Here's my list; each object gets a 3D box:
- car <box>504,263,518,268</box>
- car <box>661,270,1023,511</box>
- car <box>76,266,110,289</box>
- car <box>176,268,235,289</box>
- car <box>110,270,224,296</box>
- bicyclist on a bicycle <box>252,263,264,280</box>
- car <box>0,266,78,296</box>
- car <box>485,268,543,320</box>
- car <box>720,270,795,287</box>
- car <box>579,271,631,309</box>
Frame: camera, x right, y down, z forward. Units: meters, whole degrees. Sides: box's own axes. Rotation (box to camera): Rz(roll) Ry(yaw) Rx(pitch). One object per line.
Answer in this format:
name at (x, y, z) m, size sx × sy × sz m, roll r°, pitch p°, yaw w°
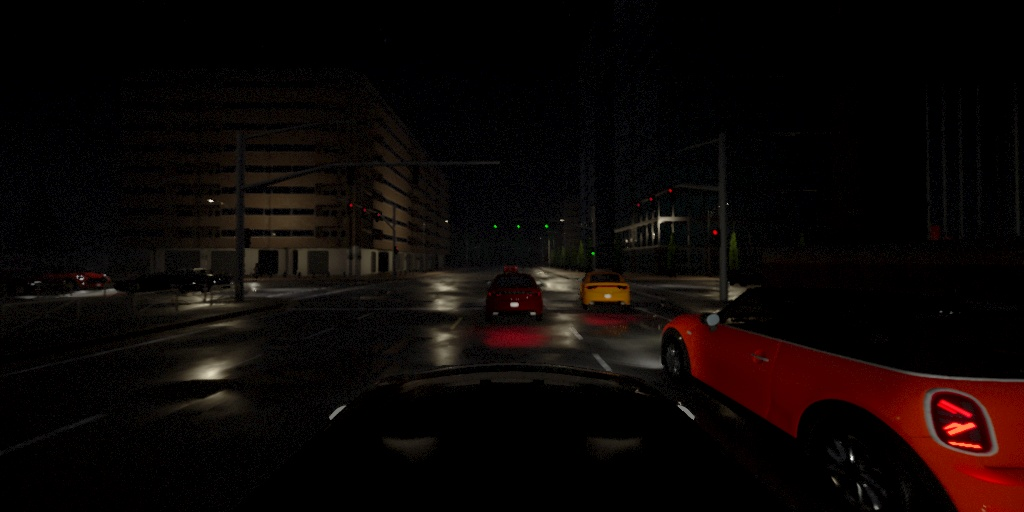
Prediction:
car at (-0.182, 1.803, 54.592) m, size 2.097 × 1.767 × 4.553 m, roll 0°, pitch -1°, yaw 1°
car at (3.598, 1.137, 4.320) m, size 2.097 × 1.767 × 4.553 m, roll 0°, pitch -1°, yaw 0°
car at (-31.158, 1.466, 25.114) m, size 4.553 × 1.767 × 2.097 m, roll 0°, pitch -1°, yaw 0°
car at (-21.978, 1.605, 25.080) m, size 4.902 × 1.511 × 2.128 m, roll 0°, pitch -1°, yaw 0°
car at (-20.618, 1.668, 21.574) m, size 4.718 × 1.301 × 1.895 m, roll 0°, pitch -1°, yaw 0°
bicyclist on a bicycle at (-25.558, 1.560, 36.076) m, size 0.582 × 1.620 × 1.656 m, roll 0°, pitch 0°, yaw 0°
car at (-29.986, 1.545, 21.607) m, size 5.008 × 1.535 × 1.882 m, roll 0°, pitch -1°, yaw 0°
car at (0.074, 1.384, 13.510) m, size 1.882 × 1.535 × 5.008 m, roll 0°, pitch -1°, yaw 0°
car at (19.505, 1.765, 28.646) m, size 4.718 × 1.301 × 1.895 m, roll 0°, pitch -1°, yaw 0°
car at (4.074, 1.429, 16.117) m, size 1.882 × 1.535 × 5.008 m, roll -1°, pitch -1°, yaw 10°
